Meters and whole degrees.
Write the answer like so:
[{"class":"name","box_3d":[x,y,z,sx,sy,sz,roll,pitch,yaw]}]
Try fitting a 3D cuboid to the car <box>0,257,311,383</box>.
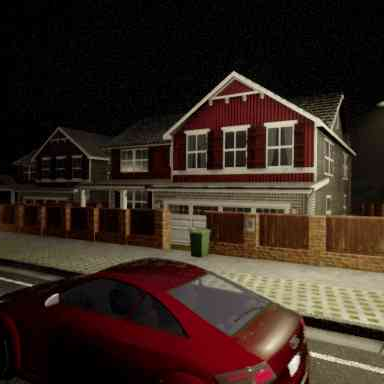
[{"class":"car","box_3d":[-0.750,1.563,4.149,4.181,1.385,1.994,0,0,31]}]
